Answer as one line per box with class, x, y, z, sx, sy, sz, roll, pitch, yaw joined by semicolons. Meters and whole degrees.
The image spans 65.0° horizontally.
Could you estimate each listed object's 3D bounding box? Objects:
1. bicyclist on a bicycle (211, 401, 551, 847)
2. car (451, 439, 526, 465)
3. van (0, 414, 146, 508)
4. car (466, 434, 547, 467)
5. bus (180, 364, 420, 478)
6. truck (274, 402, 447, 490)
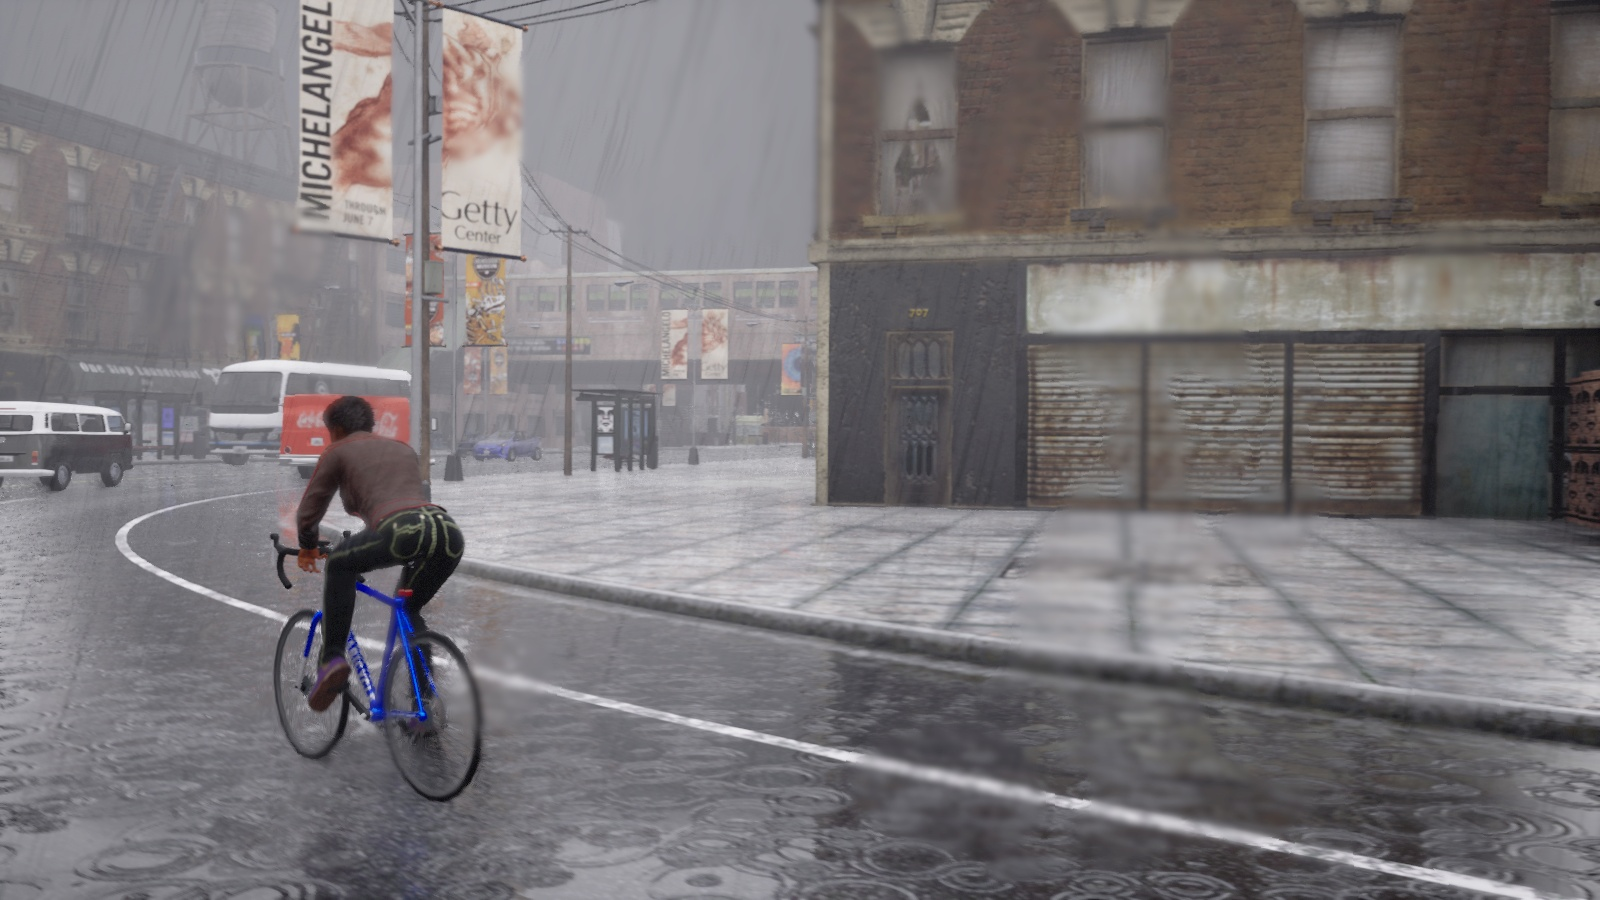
bicyclist on a bicycle;-1.818;0.631;5.316;1.656;1.620;0.582;0;0;41
car;-16.634;0.105;67.283;1.895;1.301;4.718;0;1;14
van;-17.653;0.221;29.821;2.069;2.038;4.480;-1;1;-3
car;-14.399;0.002;61.934;2.007;1.525;4.514;0;1;14
bus;-20.462;-1.147;52.455;3.944;4.253;10.273;0;1;14
truck;-13.235;-0.136;38.238;2.627;2.467;5.204;0;1;12
